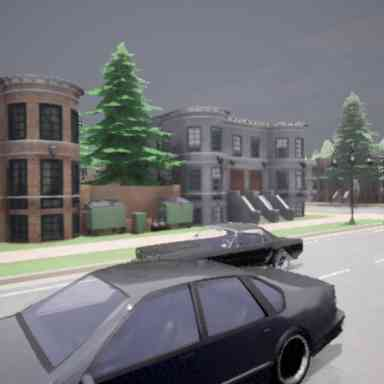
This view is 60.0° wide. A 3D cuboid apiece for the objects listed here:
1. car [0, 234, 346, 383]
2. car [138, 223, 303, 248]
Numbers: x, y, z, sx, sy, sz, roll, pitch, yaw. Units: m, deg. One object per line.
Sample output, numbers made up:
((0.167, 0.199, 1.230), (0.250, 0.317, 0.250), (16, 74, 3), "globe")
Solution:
((-0.456, 1.544, 3.667), (5.357, 1.411, 2.033), (-1, 0, -36), "car")
((0.825, 1.560, 8.922), (4.718, 1.301, 1.895), (-1, 0, -36), "car")
